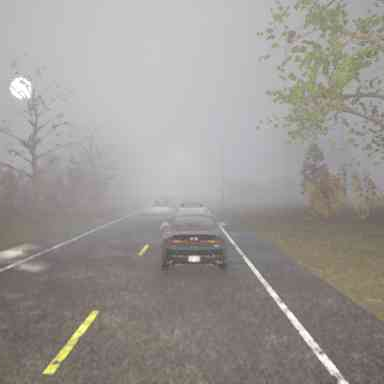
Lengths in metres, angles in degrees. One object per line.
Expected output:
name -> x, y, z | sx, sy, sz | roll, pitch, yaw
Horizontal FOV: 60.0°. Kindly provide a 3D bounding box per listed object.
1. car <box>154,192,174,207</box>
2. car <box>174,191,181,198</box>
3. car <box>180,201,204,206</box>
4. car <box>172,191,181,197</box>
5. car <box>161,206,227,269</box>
car -> -3.891, 1.083, 43.375 | 2.128, 1.511, 4.902 | 0, 1, -1
car -> -3.747, 0.578, 76.433 | 1.812, 1.442, 4.674 | 0, 1, -2
car -> -0.007, 1.366, 25.842 | 1.895, 1.301, 4.718 | 0, 1, 0
car -> -3.898, 0.511, 83.826 | 1.882, 1.535, 5.008 | 0, 1, 0
car -> 0.057, 1.406, 10.775 | 1.837, 1.490, 4.892 | 0, 1, 0
